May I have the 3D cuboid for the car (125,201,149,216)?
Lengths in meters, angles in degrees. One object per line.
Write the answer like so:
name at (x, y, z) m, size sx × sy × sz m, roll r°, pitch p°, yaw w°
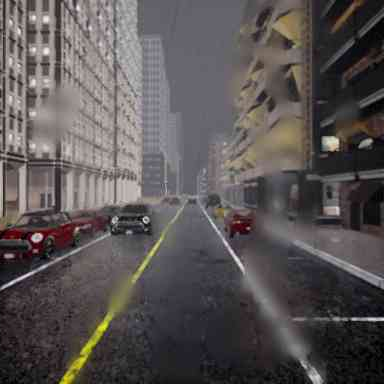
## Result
car at (-5.677, 1.676, 34.940) m, size 1.802 × 1.307 × 4.206 m, roll 0°, pitch 0°, yaw 0°

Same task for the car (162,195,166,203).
car at (-5.663, 1.790, 74.479) m, size 1.947 × 1.339 × 4.313 m, roll 0°, pitch 0°, yaw 0°

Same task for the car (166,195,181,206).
car at (-3.029, 1.648, 58.770) m, size 1.882 × 1.535 × 5.008 m, roll 0°, pitch 0°, yaw 1°

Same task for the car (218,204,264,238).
car at (2.697, 1.592, 17.990) m, size 1.887 × 1.381 × 4.507 m, roll 0°, pitch 0°, yaw 0°

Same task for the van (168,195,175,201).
van at (-5.658, 1.627, 91.426) m, size 1.690 × 1.788 × 3.998 m, roll 0°, pitch 0°, yaw 0°

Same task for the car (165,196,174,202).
car at (-5.660, 1.816, 85.777) m, size 2.008 × 1.369 × 4.403 m, roll 0°, pitch 0°, yaw 0°

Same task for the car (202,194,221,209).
car at (3.017, 1.359, 47.829) m, size 2.150 × 2.045 × 5.566 m, roll 0°, pitch 0°, yaw 0°

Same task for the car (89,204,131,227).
car at (-5.682, 1.628, 23.643) m, size 1.947 × 1.339 × 4.313 m, roll 0°, pitch 0°, yaw 0°

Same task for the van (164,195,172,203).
van at (-5.662, 1.585, 80.129) m, size 1.690 × 1.788 × 3.998 m, roll 0°, pitch 0°, yaw 0°

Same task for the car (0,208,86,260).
car at (-5.685, 1.472, 12.346) m, size 1.967 × 1.590 × 4.097 m, roll 0°, pitch 0°, yaw 0°

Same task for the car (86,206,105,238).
car at (-5.683, 1.629, 17.993) m, size 1.802 × 1.307 × 4.206 m, roll 0°, pitch 0°, yaw 0°

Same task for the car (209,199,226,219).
car at (2.701, 1.603, 29.458) m, size 1.752 × 1.417 × 4.829 m, roll 0°, pitch 0°, yaw 0°

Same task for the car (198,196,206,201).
car at (2.723, 1.837, 91.422) m, size 2.008 × 1.369 × 4.403 m, roll 0°, pitch 0°, yaw 0°

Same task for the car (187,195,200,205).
car at (0.043, 1.740, 63.790) m, size 2.033 × 1.411 × 5.357 m, roll 0°, pitch 0°, yaw 1°

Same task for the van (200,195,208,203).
van at (2.717, 1.565, 74.477) m, size 1.690 × 1.788 × 3.998 m, roll 0°, pitch 0°, yaw 0°

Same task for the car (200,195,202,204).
car at (2.715, 1.786, 68.828) m, size 1.802 × 1.307 × 4.206 m, roll 0°, pitch 0°, yaw 0°

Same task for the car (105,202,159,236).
car at (-3.093, 1.400, 18.618) m, size 2.097 × 1.767 × 4.553 m, roll 0°, pitch 0°, yaw 0°

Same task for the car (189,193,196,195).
car at (0.029, 1.328, 79.070) m, size 2.150 × 2.045 × 5.566 m, roll 0°, pitch 0°, yaw 0°
